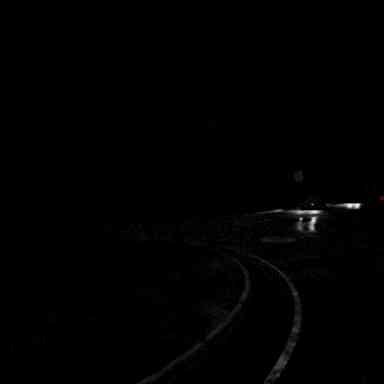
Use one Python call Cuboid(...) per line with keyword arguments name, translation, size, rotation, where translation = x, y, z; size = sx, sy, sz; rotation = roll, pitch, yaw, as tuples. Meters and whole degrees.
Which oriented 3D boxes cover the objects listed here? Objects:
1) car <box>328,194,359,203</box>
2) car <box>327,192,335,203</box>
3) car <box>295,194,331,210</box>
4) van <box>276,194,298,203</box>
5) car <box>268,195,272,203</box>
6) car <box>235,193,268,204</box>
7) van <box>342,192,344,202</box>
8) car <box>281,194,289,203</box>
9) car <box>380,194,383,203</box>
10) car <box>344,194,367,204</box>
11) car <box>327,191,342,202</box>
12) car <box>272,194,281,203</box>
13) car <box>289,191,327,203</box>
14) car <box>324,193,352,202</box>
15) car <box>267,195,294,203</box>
Cuboid(name="car", translation=(30.605, 1.326, 67.351), size=(5.366, 1.575, 1.946), rotation=(-2, -2, 40))
Cuboid(name="car", translation=(20.692, 1.189, 56.010), size=(5.008, 1.535, 2.097), rotation=(-2, -1, 40))
Cuboid(name="car", translation=(14.301, 1.331, 39.203), size=(1.812, 1.442, 4.674), rotation=(-2, 0, 41))
Cuboid(name="van", translation=(21.648, 1.392, 75.860), size=(4.442, 1.987, 1.878), rotation=(-2, -2, 40))
Cuboid(name="car", translation=(12.503, 1.472, 65.302), size=(4.892, 1.521, 2.231), rotation=(-2, -1, 40))
Cuboid(name="car", translation=(10.791, 1.211, 63.255), size=(5.566, 2.045, 2.435), rotation=(-2, -1, 40))
Cuboid(name="van", translation=(26.506, 1.028, 63.025), size=(4.442, 1.987, 1.878), rotation=(-2, -2, 40))
Cuboid(name="car", translation=(17.875, 1.541, 71.904), size=(5.366, 1.575, 1.946), rotation=(-2, -2, 40))
Cuboid(name="car", translation=(32.736, 1.059, 55.480), size=(1.837, 1.490, 4.892), rotation=(-2, -2, 41))
Cuboid(name="car", translation=(26.708, 1.100, 53.531), size=(2.128, 1.511, 4.902), rotation=(-2, -1, 41))
Cuboid(name="car", translation=(22.555, 0.947, 58.257), size=(5.566, 2.045, 2.435), rotation=(-2, -2, 40))
Cuboid(name="car", translation=(14.321, 1.232, 67.424), size=(5.566, 2.045, 2.435), rotation=(-2, -1, 40))
Cuboid(name="car", translation=(18.708, 1.055, 53.712), size=(4.553, 1.767, 2.185), rotation=(-2, -1, 40))
Cuboid(name="car", translation=(28.545, 1.162, 65.277), size=(4.553, 1.767, 2.185), rotation=(-2, -2, 40))
Cuboid(name="car", translation=(19.604, 1.577, 73.926), size=(5.366, 1.575, 1.946), rotation=(-2, -2, 41))
